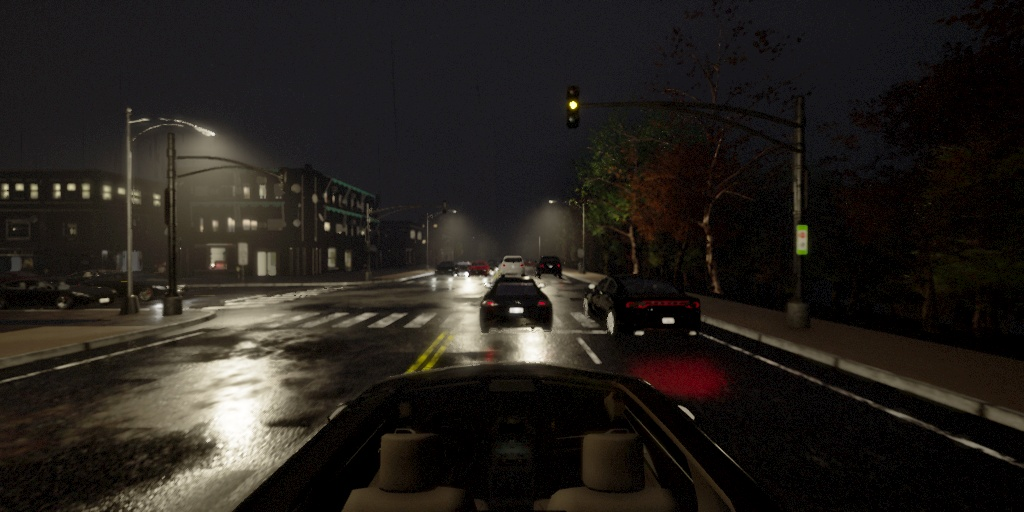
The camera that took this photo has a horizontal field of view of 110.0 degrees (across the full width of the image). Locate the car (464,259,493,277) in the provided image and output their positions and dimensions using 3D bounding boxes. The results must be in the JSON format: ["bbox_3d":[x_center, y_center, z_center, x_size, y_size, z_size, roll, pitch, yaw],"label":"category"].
[{"bbox_3d":[-3.330,1.279,36.535,1.882,1.535,5.008,0,0,0],"label":"car"}]

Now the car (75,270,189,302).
[{"bbox_3d":[-19.328,1.521,18.343,4.674,1.442,1.812,-1,0,1],"label":"car"}]

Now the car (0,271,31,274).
[{"bbox_3d":[-33.813,1.696,24.165,4.207,1.307,1.802,0,0,0],"label":"car"}]

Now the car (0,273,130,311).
[{"bbox_3d":[-19.945,1.590,15.644,4.313,1.339,1.948,0,0,0],"label":"car"}]

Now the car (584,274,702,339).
[{"bbox_3d":[3.349,1.241,10.158,1.882,1.535,5.008,0,0,0],"label":"car"}]

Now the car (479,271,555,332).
[{"bbox_3d":[0.100,1.329,10.975,1.994,1.385,4.181,0,0,0],"label":"car"}]

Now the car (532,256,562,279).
[{"bbox_3d":[3.354,1.019,33.684,2.150,2.045,5.566,0,0,0],"label":"car"}]

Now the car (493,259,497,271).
[{"bbox_3d":[-3.325,1.345,48.164,1.812,1.442,4.674,0,1,0],"label":"car"}]

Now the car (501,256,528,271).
[{"bbox_3d":[0.104,1.020,34.482,2.150,2.045,5.566,0,0,0],"label":"car"}]

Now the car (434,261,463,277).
[{"bbox_3d":[-6.588,1.280,36.667,1.882,1.535,5.008,0,0,0],"label":"car"}]

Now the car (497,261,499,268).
[{"bbox_3d":[-3.294,1.339,62.428,1.837,1.490,4.892,0,0,0],"label":"car"}]
